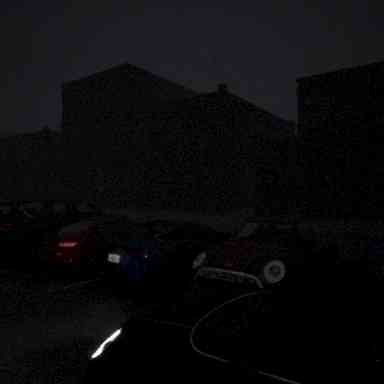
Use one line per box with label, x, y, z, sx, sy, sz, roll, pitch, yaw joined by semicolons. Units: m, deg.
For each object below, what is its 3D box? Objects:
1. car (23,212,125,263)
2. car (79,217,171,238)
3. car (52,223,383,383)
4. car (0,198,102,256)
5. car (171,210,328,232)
car;-2.623;1.533;10.878;2.002;1.452;4.674;0;0;36
car;-0.369;1.518;9.290;2.163;1.488;4.792;0;0;36
car;1.227;1.353;2.502;4.553;1.767;2.097;0;0;36
car;-4.840;1.247;12.518;2.435;2.045;5.566;0;0;36
car;1.868;1.359;7.677;2.185;1.767;4.553;0;0;36
